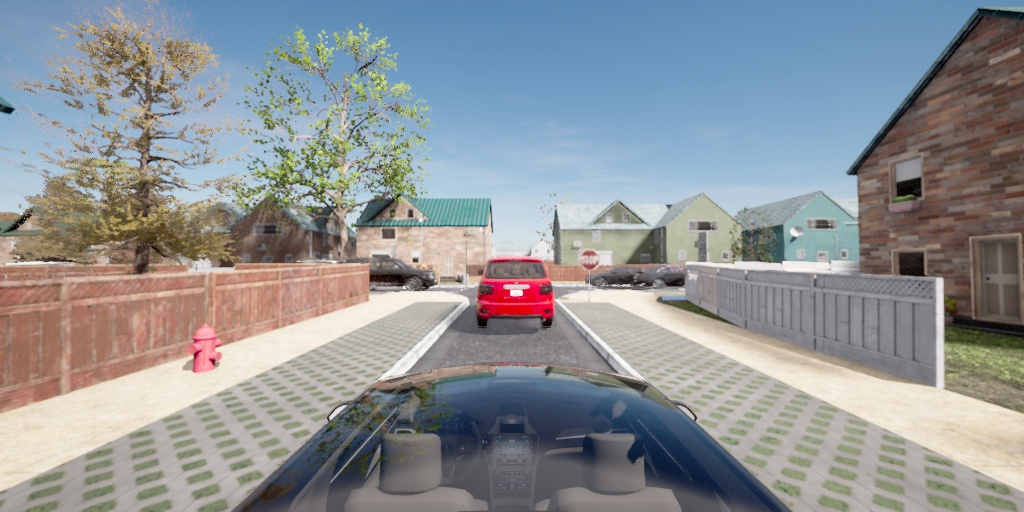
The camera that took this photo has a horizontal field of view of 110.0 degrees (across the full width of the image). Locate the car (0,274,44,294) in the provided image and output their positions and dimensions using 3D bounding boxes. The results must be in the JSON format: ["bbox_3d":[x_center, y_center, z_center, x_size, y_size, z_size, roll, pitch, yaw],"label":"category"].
[{"bbox_3d":[-35.835,1.940,24.691,4.718,1.301,1.895,-1,-2,1],"label":"car"}]

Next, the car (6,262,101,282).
[{"bbox_3d":[-27.318,1.373,21.643,5.566,2.045,2.150,-1,-2,1],"label":"car"}]

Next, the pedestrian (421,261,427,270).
[{"bbox_3d":[-6.701,1.246,27.225,0.375,1.860,0.375,0,-1,1],"label":"pedestrian"}]

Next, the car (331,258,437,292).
[{"bbox_3d":[-7.321,1.153,21.373,5.566,2.045,2.150,-1,-2,1],"label":"car"}]

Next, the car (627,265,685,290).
[{"bbox_3d":[9.728,1.266,21.135,4.902,1.511,2.128,0,-2,1],"label":"car"}]

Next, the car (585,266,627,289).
[{"bbox_3d":[7.299,1.411,24.115,4.674,1.442,1.812,0,-2,1],"label":"car"}]

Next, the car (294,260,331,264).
[{"bbox_3d":[-13.768,1.311,24.409,5.566,2.045,2.150,-1,-2,1],"label":"car"}]

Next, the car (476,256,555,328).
[{"bbox_3d":[0.037,1.029,11.804,2.150,2.045,5.566,0,0,-2],"label":"car"}]
